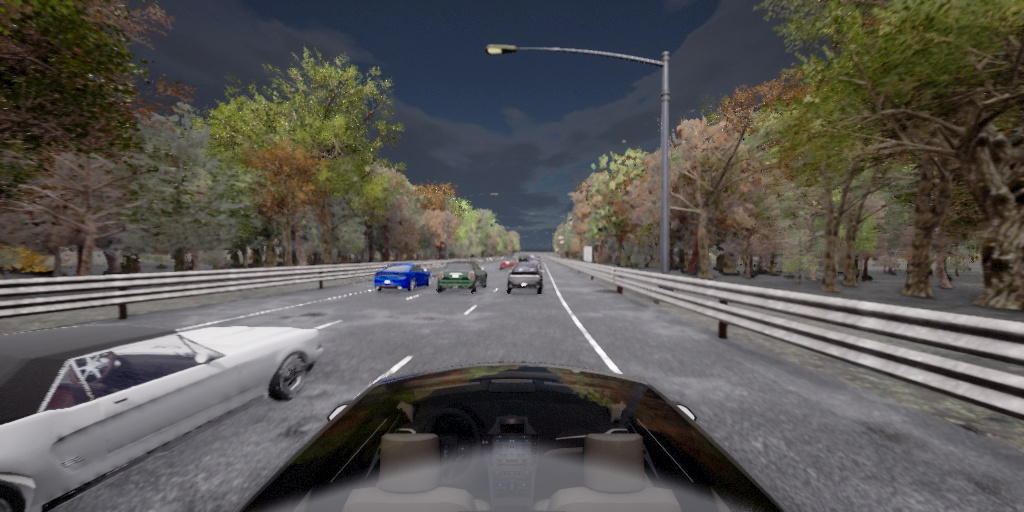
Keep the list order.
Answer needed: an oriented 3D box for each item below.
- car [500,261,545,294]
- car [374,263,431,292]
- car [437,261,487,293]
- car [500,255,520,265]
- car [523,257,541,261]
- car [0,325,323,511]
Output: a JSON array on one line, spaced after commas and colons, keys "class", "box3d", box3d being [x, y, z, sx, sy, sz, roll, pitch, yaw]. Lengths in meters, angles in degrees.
[{"class": "car", "box3d": [0.800, 1.213, 20.268, 2.128, 1.511, 4.902, 0, 0, 5]}, {"class": "car", "box3d": [-6.177, 1.175, 20.830, 1.882, 1.535, 5.008, 0, 0, 5]}, {"class": "car", "box3d": [-2.698, 1.061, 20.447, 2.097, 1.767, 4.553, 0, 0, 5]}, {"class": "car", "box3d": [-0.407, 1.003, 49.428, 2.097, 1.767, 4.553, 0, 0, 5]}, {"class": "car", "box3d": [2.931, 1.215, 47.243, 2.033, 1.411, 5.357, 0, 0, 5]}, {"class": "car", "box3d": [-4.035, 1.339, 3.498, 1.895, 1.301, 4.718, 0, 0, 5]}]
